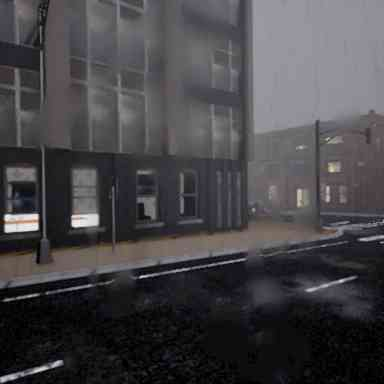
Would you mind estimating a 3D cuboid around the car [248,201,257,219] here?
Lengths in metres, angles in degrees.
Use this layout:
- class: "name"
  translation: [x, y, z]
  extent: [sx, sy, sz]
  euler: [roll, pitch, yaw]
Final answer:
- class: "car"
  translation: [3.244, 1.743, 29.631]
  extent: [1.947, 1.339, 4.313]
  euler: [-2, 1, -37]

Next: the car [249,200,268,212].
- class: "car"
  translation: [6.884, 1.657, 39.218]
  extent: [2.008, 1.369, 4.403]
  euler: [-2, 1, -37]
